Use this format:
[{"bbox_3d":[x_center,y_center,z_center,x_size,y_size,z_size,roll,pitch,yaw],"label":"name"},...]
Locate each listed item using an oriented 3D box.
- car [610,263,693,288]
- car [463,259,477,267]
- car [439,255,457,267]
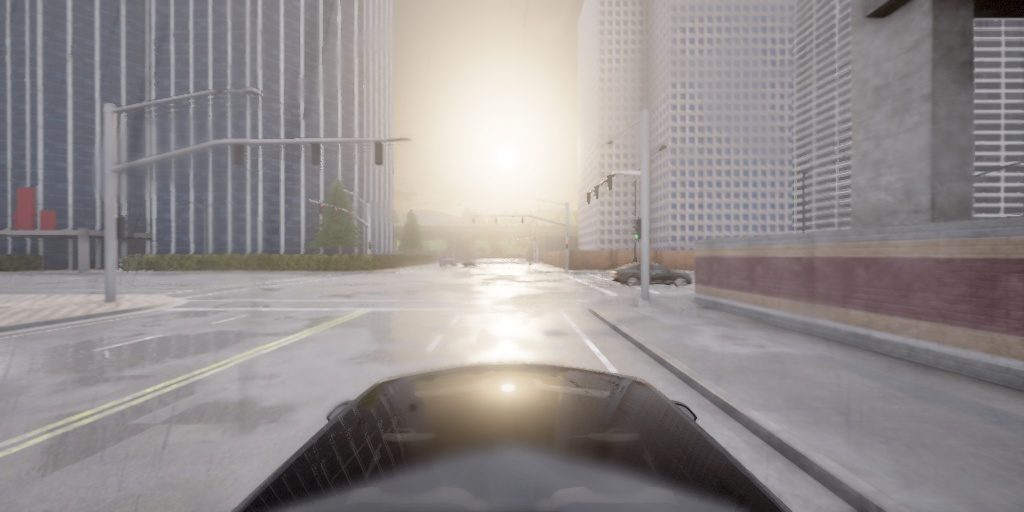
[{"bbox_3d":[8.662,1.184,22.412,4.892,1.490,1.837,0,0,0],"label":"car"},{"bbox_3d":[-6.995,1.161,59.397,1.895,1.301,4.718,0,0,1],"label":"car"},{"bbox_3d":[-10.497,0.782,59.372,2.150,2.045,5.566,0,0,1],"label":"car"}]
